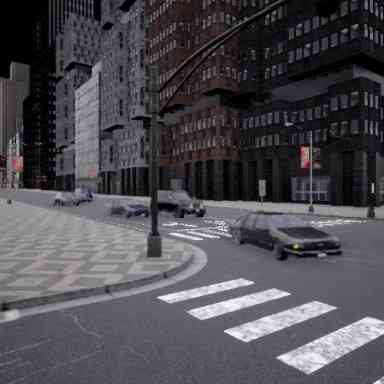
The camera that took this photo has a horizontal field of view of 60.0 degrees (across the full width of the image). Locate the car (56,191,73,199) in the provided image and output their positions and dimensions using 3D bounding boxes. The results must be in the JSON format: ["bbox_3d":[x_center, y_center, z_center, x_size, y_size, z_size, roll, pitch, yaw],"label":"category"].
[{"bbox_3d":[-24.997,0.532,65.071,1.837,1.490,4.892,0,1,-36],"label":"car"}]

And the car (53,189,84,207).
[{"bbox_3d":[-15.084,0.793,39.926,2.097,1.767,4.553,0,1,-36],"label":"car"}]

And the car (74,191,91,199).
[{"bbox_3d":[-21.928,0.563,66.374,1.812,1.442,4.674,0,1,-36],"label":"car"}]

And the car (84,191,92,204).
[{"bbox_3d":[-15.534,0.905,46.130,2.033,1.411,5.357,0,1,-35],"label":"car"}]

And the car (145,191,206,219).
[{"bbox_3d":[-1.215,0.932,26.243,2.150,2.045,5.566,0,1,-36],"label":"car"}]

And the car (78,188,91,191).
[{"bbox_3d":[-18.784,0.418,56.475,2.150,2.045,5.566,0,1,-36],"label":"car"}]

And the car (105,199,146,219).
[{"bbox_3d":[-5.046,1.235,26.012,2.033,1.411,5.357,0,1,-36],"label":"car"}]

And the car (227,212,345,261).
[{"bbox_3d":[3.101,1.461,12.455,2.033,1.411,5.357,0,1,-17],"label":"car"}]
